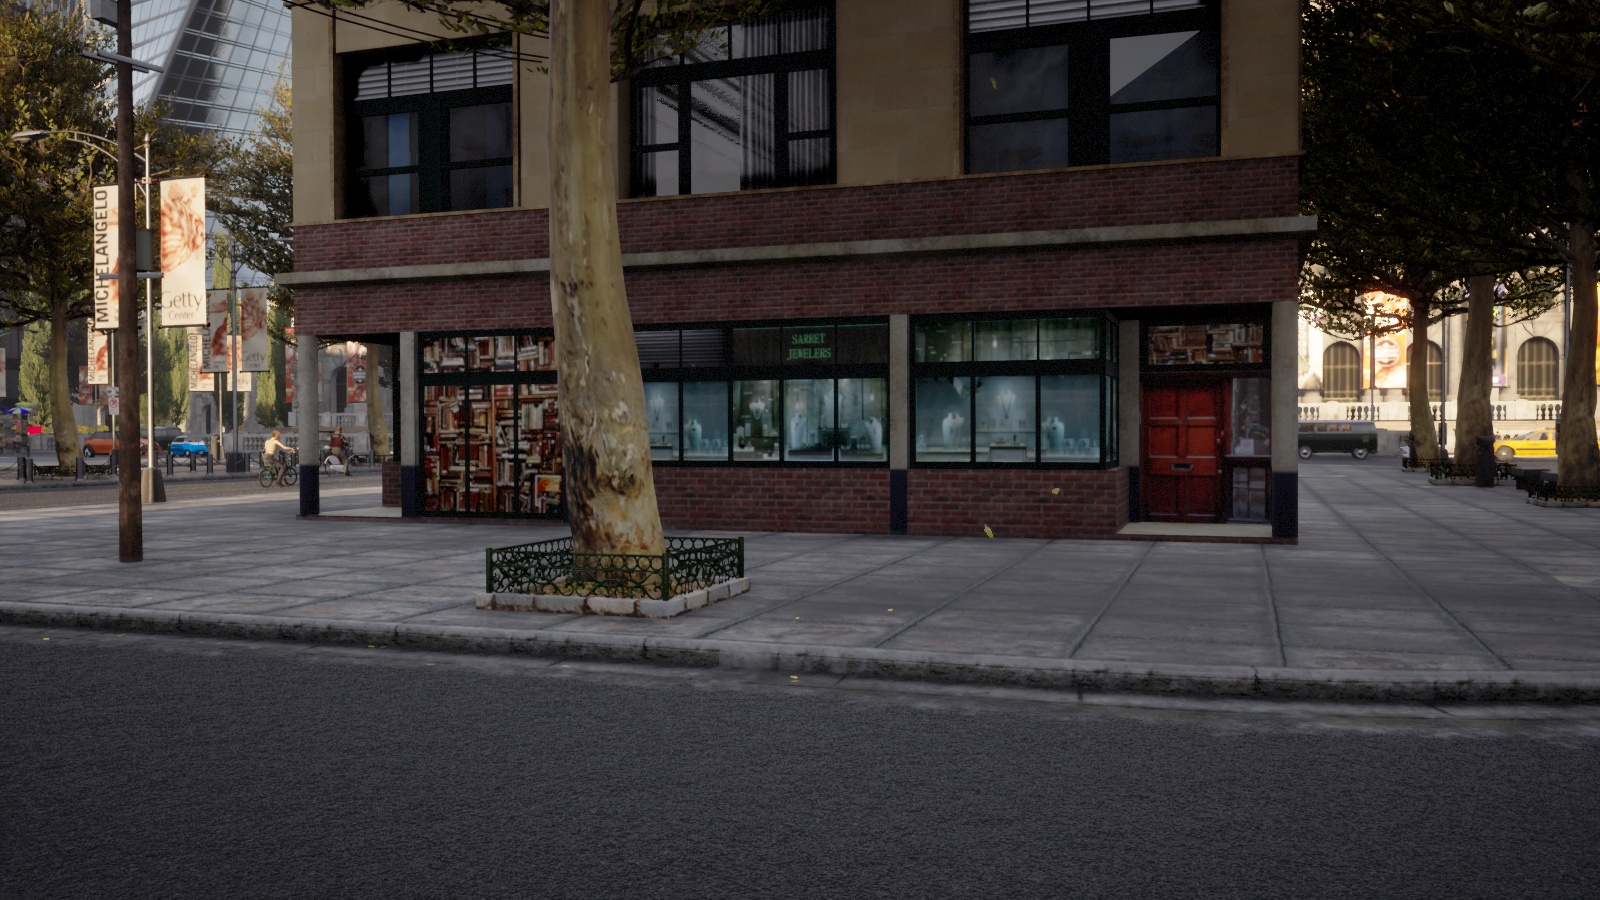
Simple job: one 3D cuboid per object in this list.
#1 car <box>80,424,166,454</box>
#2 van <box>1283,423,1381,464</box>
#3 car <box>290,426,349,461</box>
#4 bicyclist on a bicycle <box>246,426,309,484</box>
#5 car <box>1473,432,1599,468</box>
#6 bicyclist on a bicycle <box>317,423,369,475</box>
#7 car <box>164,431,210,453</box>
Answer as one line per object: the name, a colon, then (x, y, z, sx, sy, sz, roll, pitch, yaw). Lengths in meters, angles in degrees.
car: (-41.183, -0.692, 76.372, 4.553, 1.767, 2.097, 1, 1, 19)
van: (26.701, -0.330, 63.147, 4.442, 1.987, 1.775, 1, 1, 20)
car: (-23.386, -0.343, 61.247, 1.851, 1.617, 3.988, 0, 1, -8)
bicyclist on a bicycle: (-14.920, 0.132, 35.908, 0.866, 1.612, 1.509, 1, 2, 20)
car: (33.676, -0.019, 56.904, 5.366, 1.575, 1.801, 1, 1, 19)
bicyclist on a bicycle: (-15.905, -0.063, 43.725, 0.659, 1.776, 1.843, 1, 1, 20)
car: (-38.622, -0.531, 79.176, 2.207, 1.376, 1.481, 0, 1, 20)
